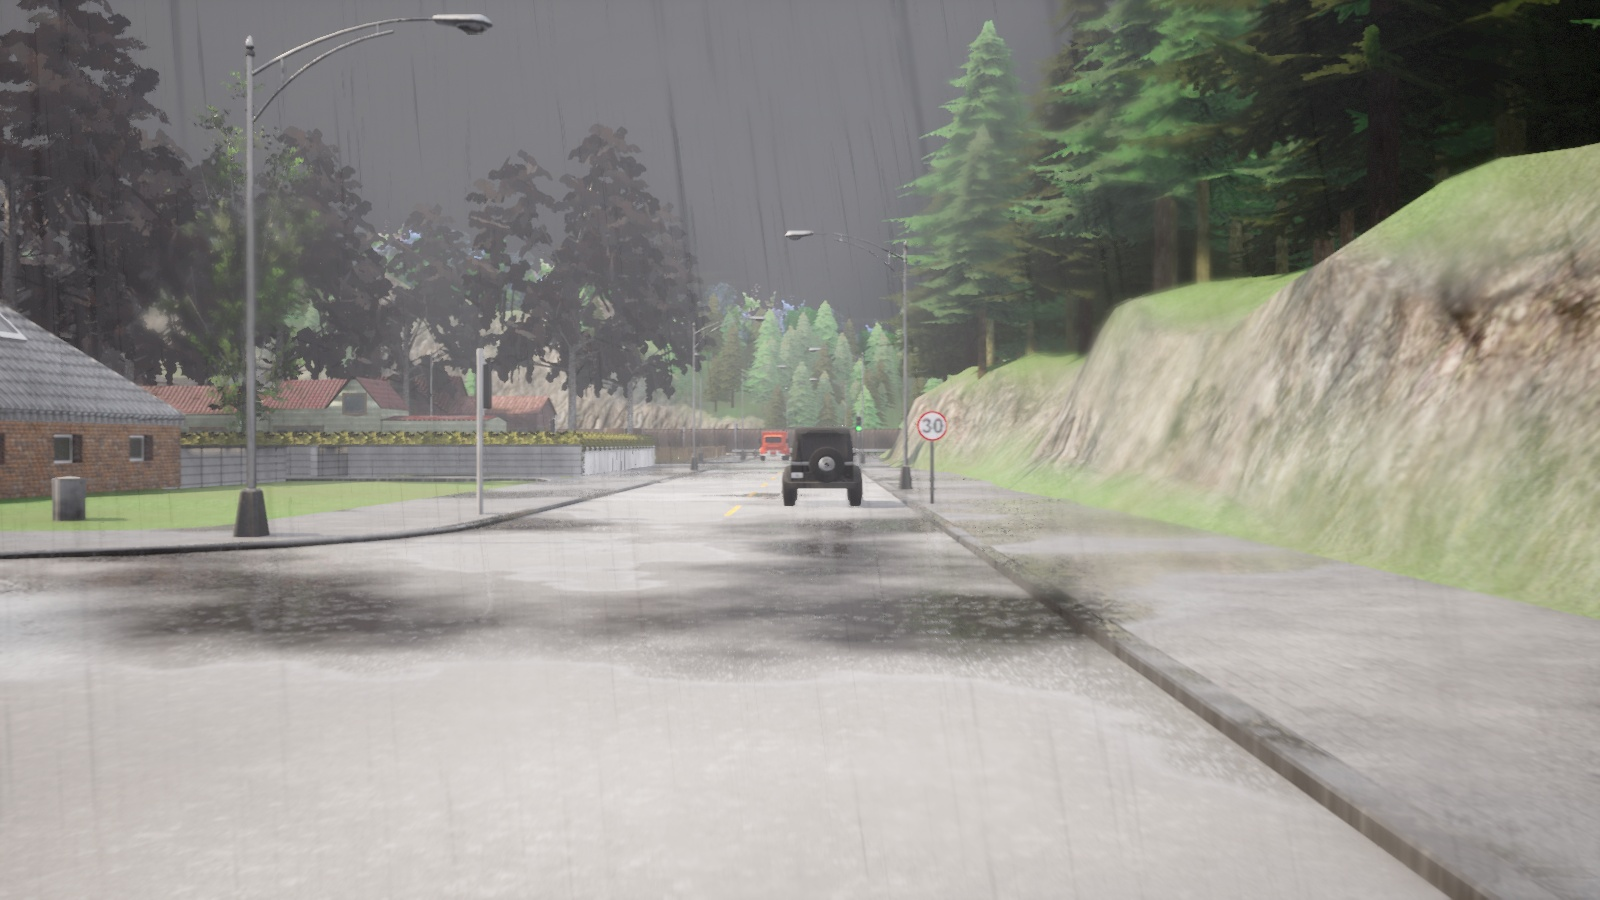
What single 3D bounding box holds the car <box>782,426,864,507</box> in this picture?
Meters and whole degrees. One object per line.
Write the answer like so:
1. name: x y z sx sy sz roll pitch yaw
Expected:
1. car: 0.563 0.364 30.865 1.905 1.878 3.866 0 0 1
